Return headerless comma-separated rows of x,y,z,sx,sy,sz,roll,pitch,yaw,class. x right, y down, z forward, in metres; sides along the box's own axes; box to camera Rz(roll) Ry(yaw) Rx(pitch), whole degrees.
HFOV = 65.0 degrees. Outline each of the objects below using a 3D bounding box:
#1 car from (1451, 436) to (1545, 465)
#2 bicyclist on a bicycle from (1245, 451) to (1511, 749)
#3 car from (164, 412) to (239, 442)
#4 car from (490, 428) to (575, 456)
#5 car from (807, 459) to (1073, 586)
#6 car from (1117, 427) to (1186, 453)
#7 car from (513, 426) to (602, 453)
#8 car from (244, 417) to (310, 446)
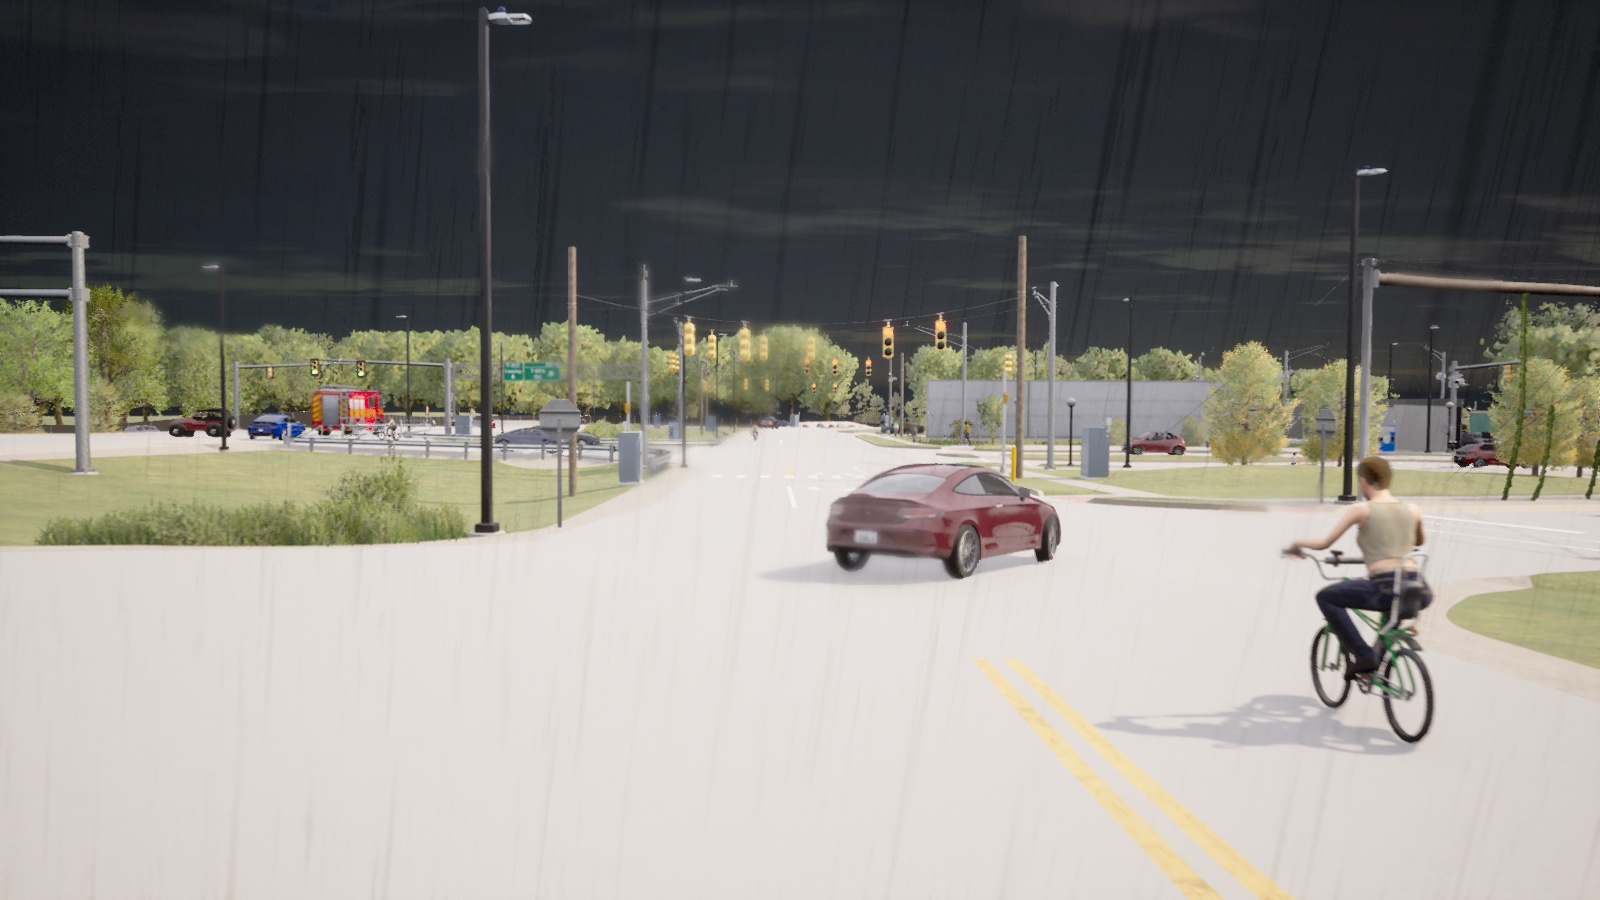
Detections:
38.991,0.016,70.198,4.193,1.474,1.816,1,2,-2,car
3.406,0.816,7.569,0.866,1.612,1.509,0,0,-2,bicyclist on a bicycle
-38.196,-1.442,80.171,3.866,1.878,1.905,0,1,-2,car
-14.737,-0.433,69.332,4.181,1.385,1.994,2,2,1,car
2.113,0.890,17.572,1.812,1.442,4.674,0,1,33,car
22.930,-0.659,81.984,3.988,1.617,1.851,0,2,-1,car
-14.047,-0.617,72.935,4.892,1.490,1.837,0,2,-3,car
-30.907,-1.122,74.374,1.882,1.535,5.008,2,2,-1,car
